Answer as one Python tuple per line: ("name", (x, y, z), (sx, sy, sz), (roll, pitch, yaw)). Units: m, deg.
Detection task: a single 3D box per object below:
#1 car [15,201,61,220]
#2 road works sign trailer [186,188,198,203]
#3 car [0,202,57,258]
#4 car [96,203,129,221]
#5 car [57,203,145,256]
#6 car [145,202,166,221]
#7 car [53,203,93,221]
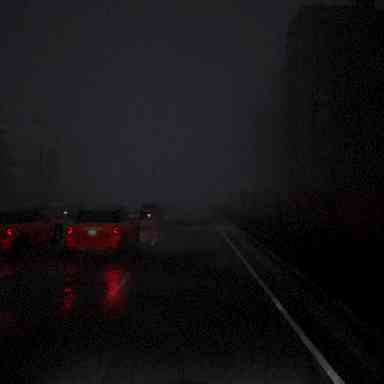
("car", (-13.930, 1.619, 30.404), (1.882, 1.535, 5.008), (0, 0, 0))
("road works sign trailer", (-0.055, 0.842, 80.978), (2.380, 3.560, 2.880), (0, 0, 0))
("car", (-6.925, 1.415, 13.266), (2.097, 1.767, 4.553), (0, 0, 0))
("car", (-6.932, 1.701, 29.442), (1.994, 1.385, 4.181), (0, 0, 0))
("car", (-3.424, 1.416, 13.559), (2.097, 1.767, 4.553), (0, 0, 0))
("car", (-3.433, 1.640, 29.134), (1.837, 1.490, 4.892), (0, 0, 0))
("car", (-10.433, 1.701, 29.440), (1.994, 1.385, 4.181), (0, 0, 0))
